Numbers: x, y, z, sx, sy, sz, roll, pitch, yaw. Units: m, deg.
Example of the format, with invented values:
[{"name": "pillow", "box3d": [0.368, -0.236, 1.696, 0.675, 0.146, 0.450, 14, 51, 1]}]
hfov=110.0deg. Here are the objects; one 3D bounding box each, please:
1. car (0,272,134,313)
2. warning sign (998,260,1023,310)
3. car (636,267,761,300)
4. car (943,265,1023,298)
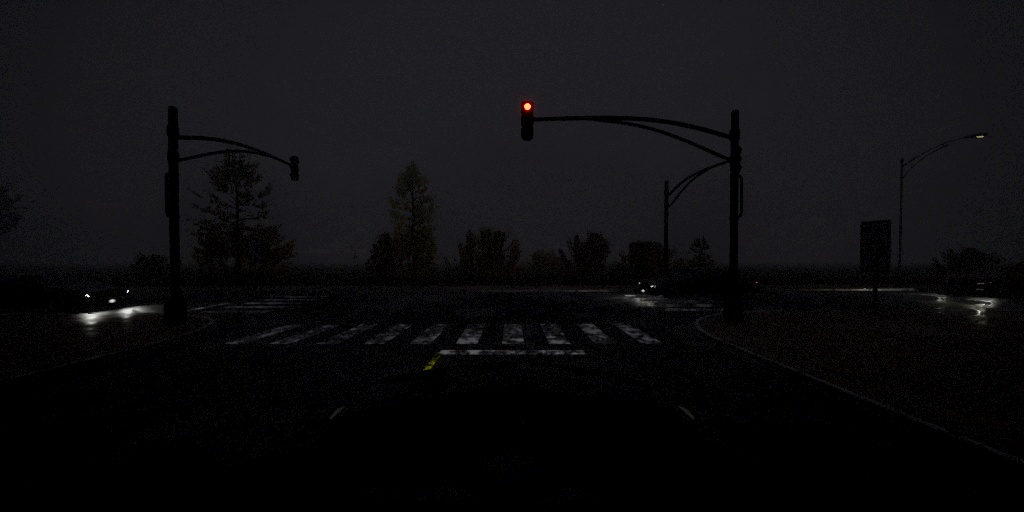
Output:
[{"name": "car", "box3d": [-18.015, 1.342, 13.723, 5.357, 1.411, 2.033, 0, 1, -1]}, {"name": "warning sign", "box3d": [17.013, 0.893, 11.719, 1.060, 1.860, 1.300, 0, 0, -1]}, {"name": "car", "box3d": [8.883, 1.260, 17.211, 5.357, 1.411, 2.033, 0, 1, -4]}, {"name": "car", "box3d": [24.408, 1.162, 17.656, 5.008, 1.535, 1.882, 0, 1, -1]}]
